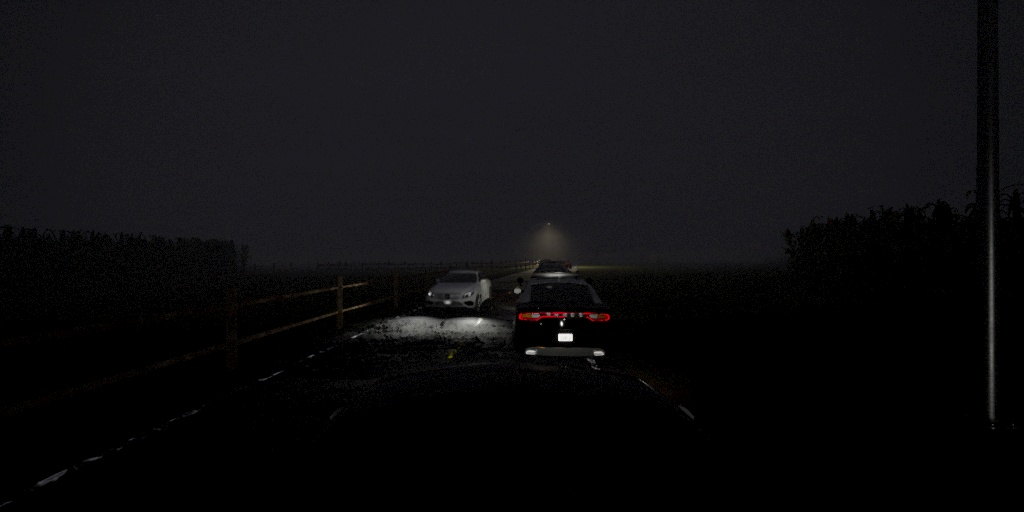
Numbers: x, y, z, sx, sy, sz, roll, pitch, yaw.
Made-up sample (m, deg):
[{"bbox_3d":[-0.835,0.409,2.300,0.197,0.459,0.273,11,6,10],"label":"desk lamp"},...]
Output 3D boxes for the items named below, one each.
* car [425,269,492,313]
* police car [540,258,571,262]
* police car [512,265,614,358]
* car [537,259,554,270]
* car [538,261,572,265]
[{"bbox_3d":[-1.929,1.270,14.284,1.812,1.442,4.674,0,0,6],"label":"car"},{"bbox_3d":[2.855,1.159,24.295,1.930,1.638,5.238,0,0,10],"label":"police car"},{"bbox_3d":[1.057,1.173,8.647,1.930,1.638,5.238,0,0,3],"label":"police car"},{"bbox_3d":[4.985,1.179,53.097,1.882,1.535,5.008,0,0,12],"label":"car"},{"bbox_3d":[1.967,1.218,18.342,1.882,1.535,5.008,0,0,7],"label":"car"}]
